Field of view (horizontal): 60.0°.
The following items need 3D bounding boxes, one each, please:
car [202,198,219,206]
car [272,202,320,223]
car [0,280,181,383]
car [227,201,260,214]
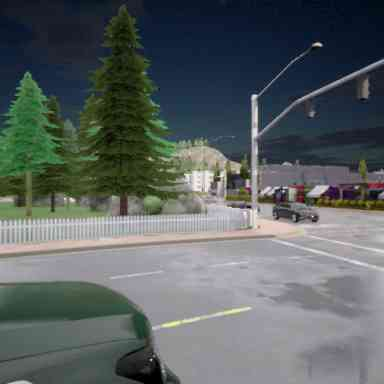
[{"bbox_3d":[2.251,1.535,46.478,2.128,1.511,4.902,0,0,-16],"label":"car"},{"bbox_3d":[8.095,1.551,26.346,1.837,1.490,4.892,0,0,-14],"label":"car"},{"bbox_3d":[-2.732,1.222,1.688,5.566,2.045,2.150,0,0,-36],"label":"car"},{"bbox_3d":[5.458,1.646,35.432,1.895,1.301,4.718,0,0,-16],"label":"car"}]
